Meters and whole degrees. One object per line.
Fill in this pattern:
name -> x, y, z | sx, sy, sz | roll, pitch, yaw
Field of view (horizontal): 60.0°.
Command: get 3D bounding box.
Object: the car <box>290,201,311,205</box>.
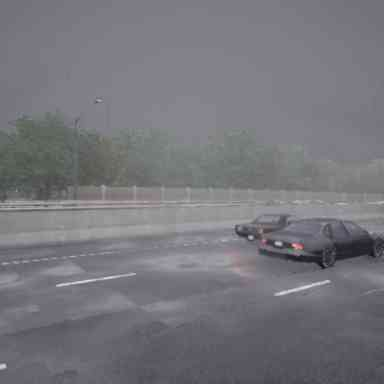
car -> 14.573, 1.827, 40.141 | 4.902, 1.511, 2.128 | 1, -1, -35

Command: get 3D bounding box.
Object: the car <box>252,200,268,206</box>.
car -> 10.270, 1.835, 45.665 | 4.892, 1.490, 1.837 | 1, -1, -35

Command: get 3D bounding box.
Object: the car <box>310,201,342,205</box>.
car -> 15.509, 1.914, 36.517 | 4.718, 1.301, 1.895 | 1, -1, -35

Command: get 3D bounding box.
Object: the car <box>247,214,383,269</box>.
car -> 4.618, 1.596, 11.332 | 5.357, 1.411, 2.033 | 0, 0, -35

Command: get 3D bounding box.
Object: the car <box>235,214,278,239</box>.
car -> 4.317, 1.664, 15.414 | 4.718, 1.301, 1.895 | 1, 0, -35

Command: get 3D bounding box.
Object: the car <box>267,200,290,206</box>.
car -> 12.205, 1.893, 42.749 | 4.181, 1.385, 1.994 | 1, -1, -35
